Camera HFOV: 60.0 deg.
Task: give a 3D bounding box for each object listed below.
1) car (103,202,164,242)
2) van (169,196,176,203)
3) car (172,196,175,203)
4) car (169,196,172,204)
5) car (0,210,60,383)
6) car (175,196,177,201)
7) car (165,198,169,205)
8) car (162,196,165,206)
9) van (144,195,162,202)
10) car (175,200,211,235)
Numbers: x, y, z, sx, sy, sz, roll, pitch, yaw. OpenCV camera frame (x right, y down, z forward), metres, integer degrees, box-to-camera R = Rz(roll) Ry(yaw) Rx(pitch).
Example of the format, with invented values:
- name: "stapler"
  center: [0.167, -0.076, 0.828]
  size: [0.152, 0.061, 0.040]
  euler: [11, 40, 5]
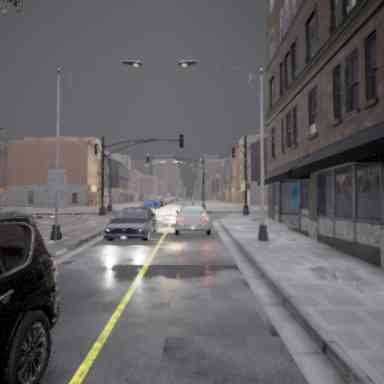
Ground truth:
- name: "car"
  center: [-2.790, 1.460, 16.351]
  size: [2.033, 1.411, 5.357]
  euler: [0, 1, 0]
- name: "van"
  center: [-5.536, 2.066, 95.082]
  size: [1.690, 1.788, 3.998]
  euler: [1, -1, 0]
- name: "car"
  center: [-5.484, 1.964, 73.920]
  size: [1.802, 1.307, 4.206]
  euler: [2, -1, 0]
- name: "car"
  center: [-5.454, 1.778, 63.340]
  size: [1.887, 1.381, 4.507]
  euler: [2, -1, 0]
- name: "car"
  center: [-2.816, 1.226, 2.169]
  size: [2.150, 2.045, 5.566]
  euler: [0, 0, 0]
- name: "car"
  center: [-5.512, 2.091, 84.500]
  size: [1.887, 1.381, 4.507]
  euler: [1, -1, 0]
- name: "car"
  center: [-5.418, 1.414, 52.763]
  size: [2.192, 1.841, 5.009]
  euler: [2, -1, 0]
- name: "car"
  center: [-5.412, 1.591, 47.776]
  size: [2.008, 1.369, 4.403]
  euler: [2, -1, 0]
- name: "van"
  center: [-5.397, 1.342, 44.458]
  size: [1.690, 1.788, 3.998]
  euler: [2, -1, 0]
- name: "car"
  center: [0.045, 1.417, 17.973]
  size: [1.812, 1.442, 4.674]
  euler: [0, 1, 0]
